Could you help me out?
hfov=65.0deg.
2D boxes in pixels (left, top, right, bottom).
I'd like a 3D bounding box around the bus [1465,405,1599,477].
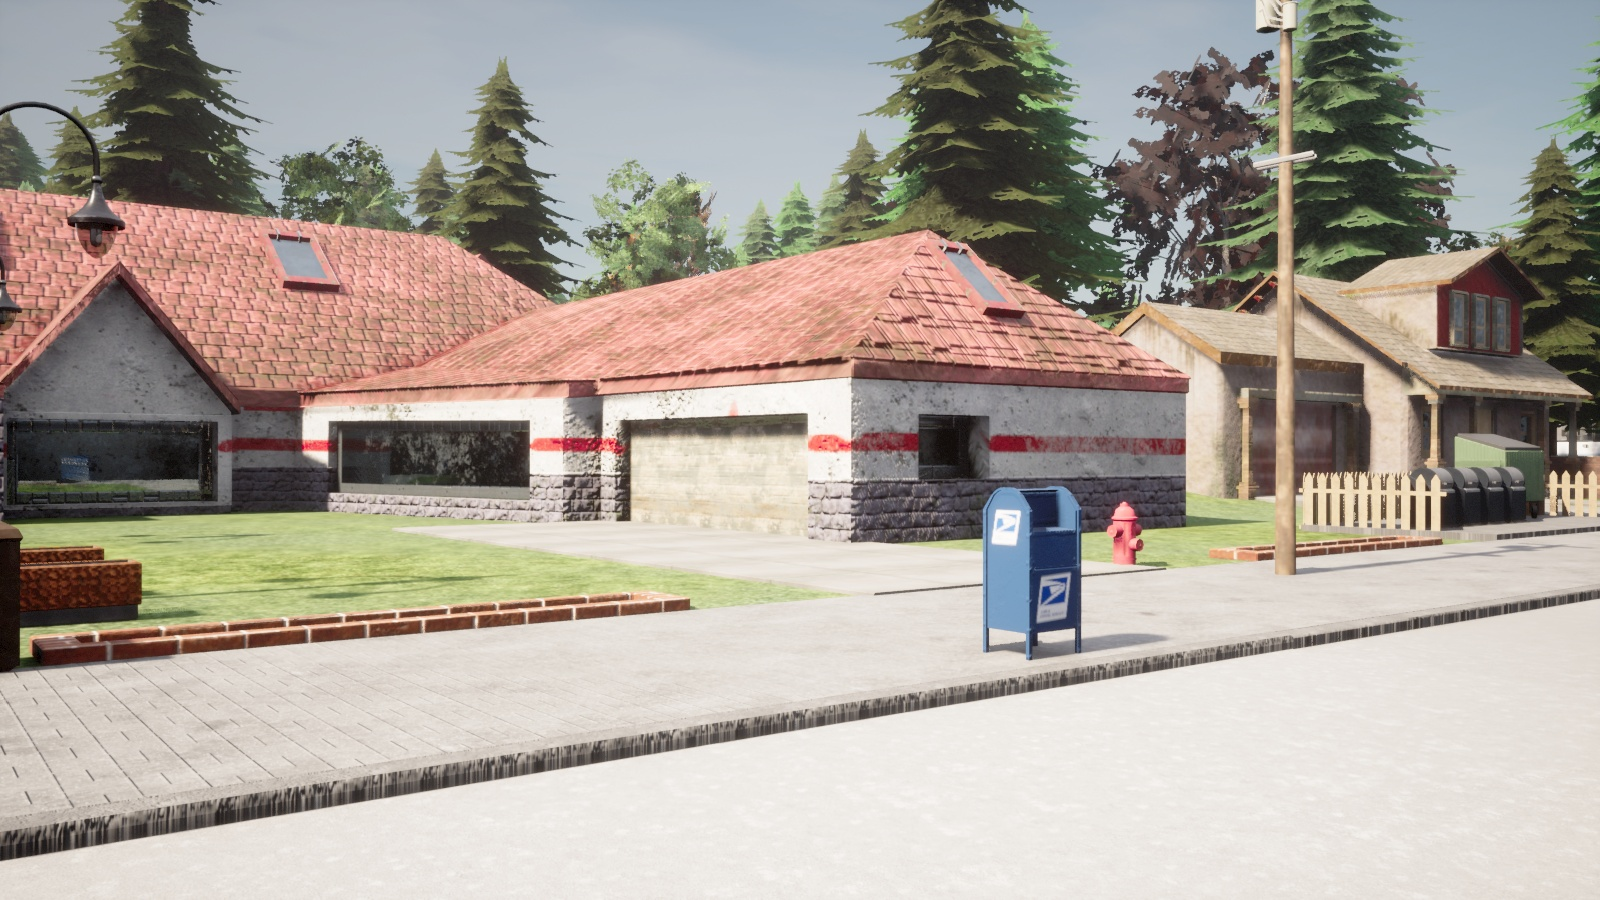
[{"bbox_3d":[47.497,-0.542,77.922,3.944,4.253,10.273,0,0,-37],"label":"bus"}]
